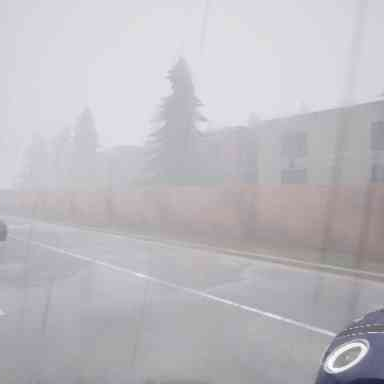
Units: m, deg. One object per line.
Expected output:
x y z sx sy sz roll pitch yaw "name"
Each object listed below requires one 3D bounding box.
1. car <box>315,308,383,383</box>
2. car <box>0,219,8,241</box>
3.137 1.355 1.940 2.097 1.767 4.553 0 0 -44 "car"
-10.354 1.551 15.833 1.994 1.385 4.181 0 0 -44 "car"
